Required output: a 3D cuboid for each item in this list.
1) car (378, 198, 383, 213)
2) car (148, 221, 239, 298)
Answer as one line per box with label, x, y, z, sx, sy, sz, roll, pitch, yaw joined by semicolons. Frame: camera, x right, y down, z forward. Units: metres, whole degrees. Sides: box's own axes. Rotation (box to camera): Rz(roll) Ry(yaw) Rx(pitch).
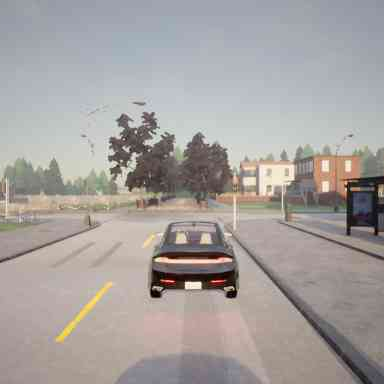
car;18.442;1.352;33.377;4.553;1.767;2.097;0;0;0
car;0.049;1.492;8.484;2.128;1.511;4.902;0;0;1
